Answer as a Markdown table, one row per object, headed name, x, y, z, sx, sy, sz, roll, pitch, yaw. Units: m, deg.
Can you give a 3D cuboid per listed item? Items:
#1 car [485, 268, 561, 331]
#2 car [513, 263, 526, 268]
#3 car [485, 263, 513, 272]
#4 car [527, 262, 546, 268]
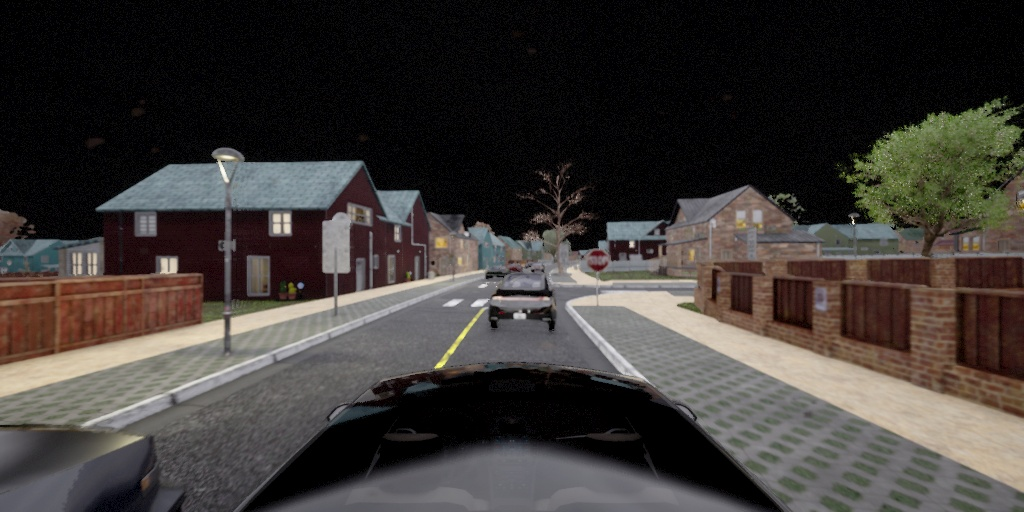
| name | x | y | z | sx | sy | sz | roll | pitch | yaw |
| --- | --- | --- | --- | --- | --- | --- | --- | --- | --- |
| car | 0.484 | 1.301 | 11.322 | 2.128 | 1.511 | 4.902 | 0 | 0 | 7 |
| car | 0.294 | 1.627 | 47.070 | 1.895 | 1.301 | 4.718 | 0 | 0 | 8 |
| car | -1.282 | 1.541 | 33.155 | 1.895 | 1.301 | 4.718 | 0 | 0 | 6 |
| car | 3.726 | 1.601 | 50.504 | 2.033 | 1.411 | 5.357 | 0 | 0 | 8 |
